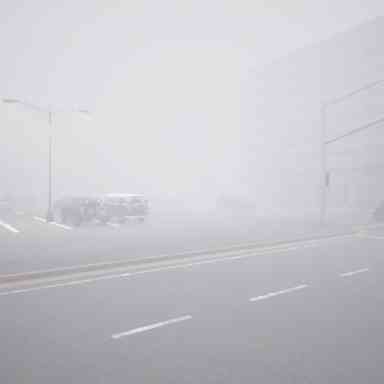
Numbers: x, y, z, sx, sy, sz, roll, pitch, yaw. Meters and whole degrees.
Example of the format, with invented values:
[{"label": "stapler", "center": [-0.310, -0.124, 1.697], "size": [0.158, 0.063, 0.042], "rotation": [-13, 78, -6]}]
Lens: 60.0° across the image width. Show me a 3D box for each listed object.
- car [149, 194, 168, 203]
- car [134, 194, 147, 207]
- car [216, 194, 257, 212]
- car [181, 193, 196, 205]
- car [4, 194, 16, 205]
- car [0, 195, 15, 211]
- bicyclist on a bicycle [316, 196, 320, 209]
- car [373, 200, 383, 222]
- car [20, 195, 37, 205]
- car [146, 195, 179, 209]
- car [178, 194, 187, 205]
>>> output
[{"label": "car", "center": [-7.019, 1.407, 69.358], "size": [2.097, 1.767, 4.553], "rotation": [0, 0, -35]}, {"label": "car", "center": [-8.953, 1.547, 66.022], "size": [2.128, 1.511, 4.902], "rotation": [0, 0, -35]}, {"label": "car", "center": [5.202, 1.274, 39.801], "size": [2.150, 2.045, 5.566], "rotation": [0, 0, -36]}, {"label": "car", "center": [-1.486, 1.277, 61.596], "size": [2.150, 2.045, 5.566], "rotation": [0, 0, -35]}, {"label": "car", "center": [-29.692, 1.212, 53.715], "size": [1.905, 1.878, 3.866], "rotation": [0, 0, -35]}, {"label": "car", "center": [-21.815, 1.451, 37.892], "size": [1.970, 1.475, 3.806], "rotation": [0, 0, -35]}, {"label": "bicyclist on a bicycle", "center": [16.505, 1.356, 42.866], "size": [1.656, 1.620, 0.582], "rotation": [0, 0, -35]}, {"label": "car", "center": [16.045, 1.387, 24.587], "size": [2.097, 1.767, 4.553], "rotation": [0, 0, -36]}, {"label": "car", "center": [-27.298, 1.209, 55.342], "size": [1.932, 1.855, 4.605], "rotation": [0, 0, -35]}, {"label": "car", "center": [-4.845, 1.603, 53.954], "size": [2.033, 1.411, 5.357], "rotation": [0, 0, -35]}, {"label": "car", "center": [-3.540, 1.533, 58.443], "size": [1.882, 1.535, 5.008], "rotation": [0, 0, -36]}]
